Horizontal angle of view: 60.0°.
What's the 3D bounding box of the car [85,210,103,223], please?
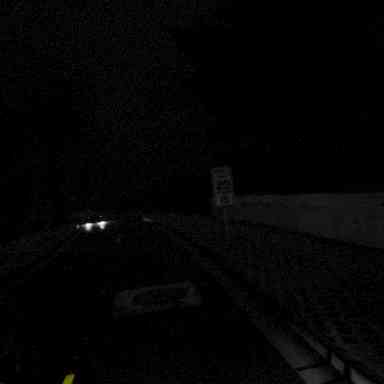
[{"bbox_3d":[-12.436,3.024,42.067,1.882,1.535,5.008,-6,-1,-20],"label":"car"}]
